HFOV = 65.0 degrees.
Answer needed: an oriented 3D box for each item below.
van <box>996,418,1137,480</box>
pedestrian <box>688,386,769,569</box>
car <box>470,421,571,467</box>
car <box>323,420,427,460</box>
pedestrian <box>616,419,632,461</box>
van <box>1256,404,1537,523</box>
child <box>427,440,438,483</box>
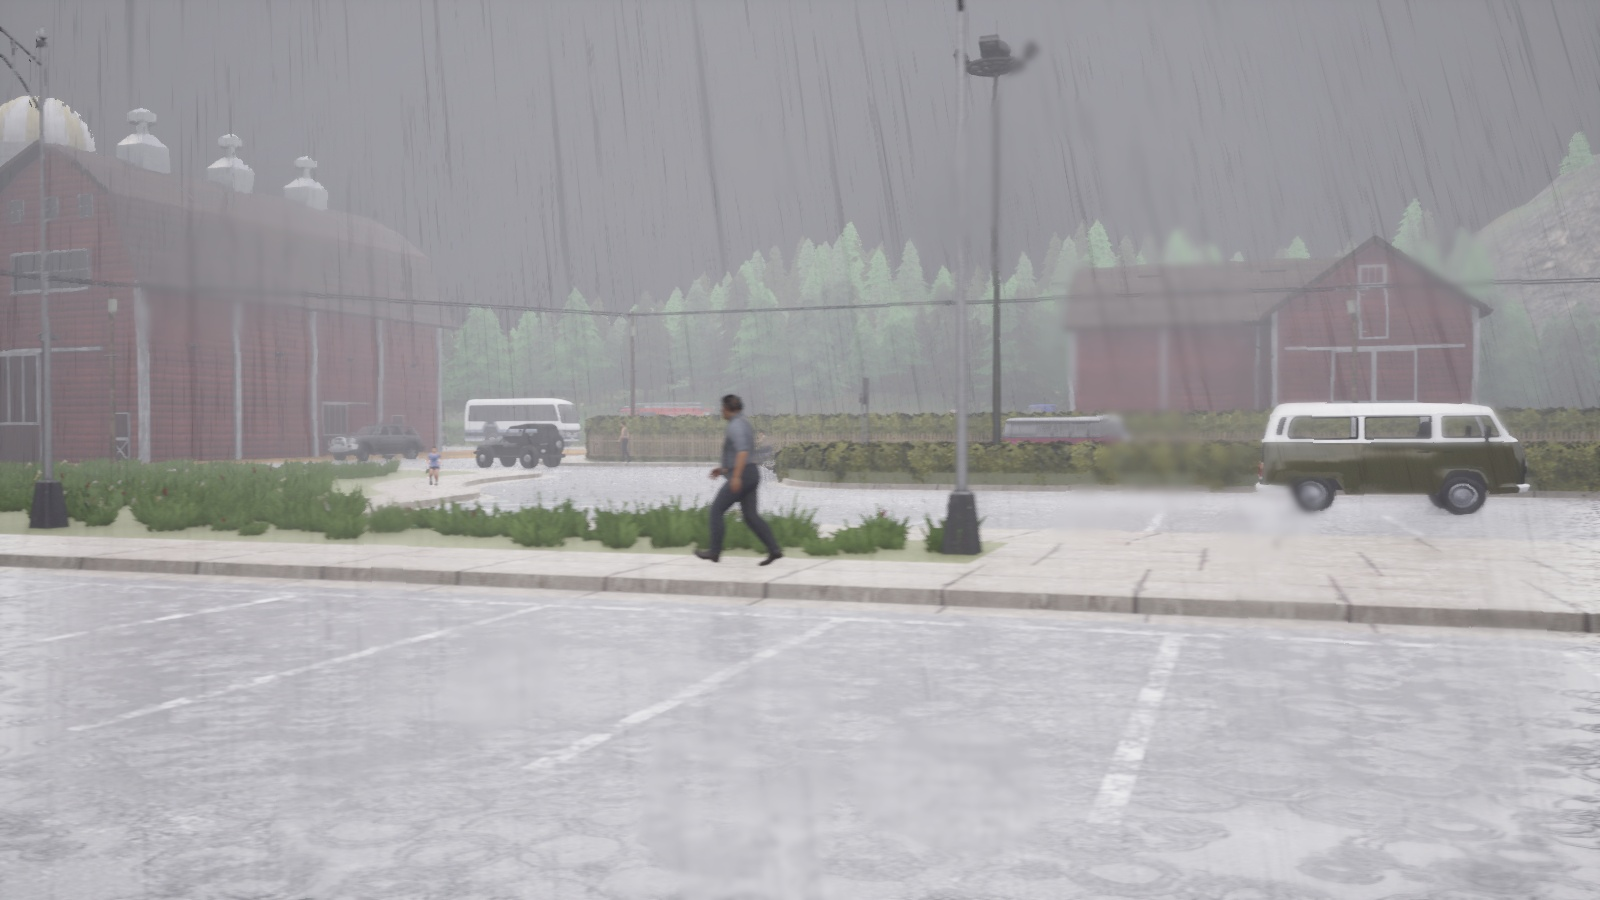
[{"bbox_3d":[8.970,-0.063,42.198,4.442,1.987,1.775,1,1,19],"label":"van"},{"bbox_3d":[-0.738,0.270,13.047,0.694,1.848,0.540,0,1,16],"label":"pedestrian"},{"bbox_3d":[-11.890,-0.279,53.411,3.866,1.878,1.905,1,1,25],"label":"car"},{"bbox_3d":[-20.668,-0.509,61.297,1.932,1.855,4.605,0,1,31],"label":"car"},{"bbox_3d":[-7.838,-0.443,55.885,0.594,1.836,0.345,1,1,19],"label":"pedestrian"},{"bbox_3d":[10.836,0.222,23.209,4.480,2.038,2.069,0,1,19],"label":"van"},{"bbox_3d":[-9.575,0.302,32.724,0.255,1.110,0.394,0,1,-11],"label":"child"}]
